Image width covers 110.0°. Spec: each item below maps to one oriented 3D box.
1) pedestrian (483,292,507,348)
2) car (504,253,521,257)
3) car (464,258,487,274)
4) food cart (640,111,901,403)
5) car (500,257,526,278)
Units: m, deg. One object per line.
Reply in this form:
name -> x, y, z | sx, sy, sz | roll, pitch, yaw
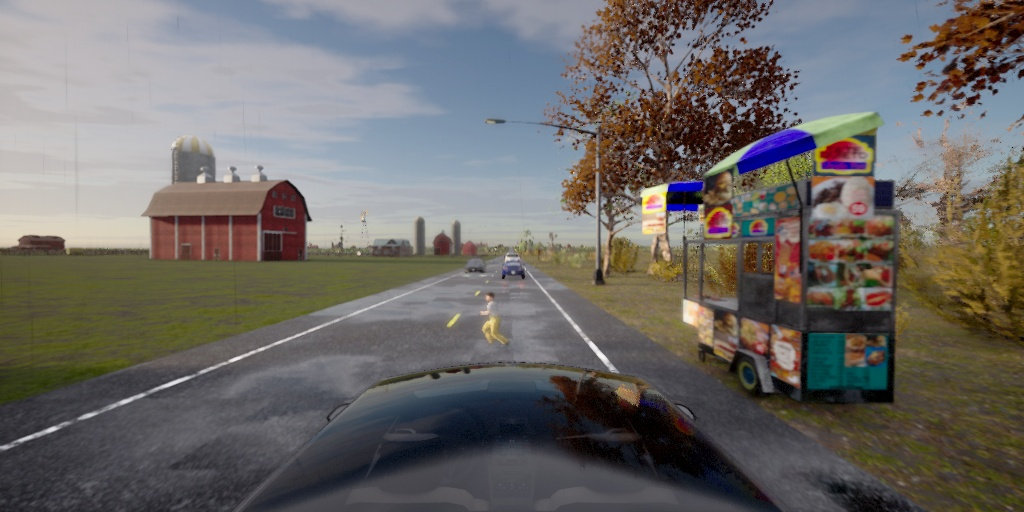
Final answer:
pedestrian -> -0.362, 1.284, 7.602 | 0.375, 1.300, 0.375 | -1, 1, -3
car -> 0.103, 0.604, 51.999 | 2.150, 2.045, 5.566 | 0, 0, 0
car -> -3.591, 1.009, 35.878 | 1.837, 1.490, 4.892 | 0, 0, 0
food cart -> 4.001, 0.184, 6.198 | 2.280, 3.560, 4.660 | 0, 0, 0
car -> 0.104, 1.072, 30.187 | 1.812, 1.442, 4.674 | 0, 1, 0
